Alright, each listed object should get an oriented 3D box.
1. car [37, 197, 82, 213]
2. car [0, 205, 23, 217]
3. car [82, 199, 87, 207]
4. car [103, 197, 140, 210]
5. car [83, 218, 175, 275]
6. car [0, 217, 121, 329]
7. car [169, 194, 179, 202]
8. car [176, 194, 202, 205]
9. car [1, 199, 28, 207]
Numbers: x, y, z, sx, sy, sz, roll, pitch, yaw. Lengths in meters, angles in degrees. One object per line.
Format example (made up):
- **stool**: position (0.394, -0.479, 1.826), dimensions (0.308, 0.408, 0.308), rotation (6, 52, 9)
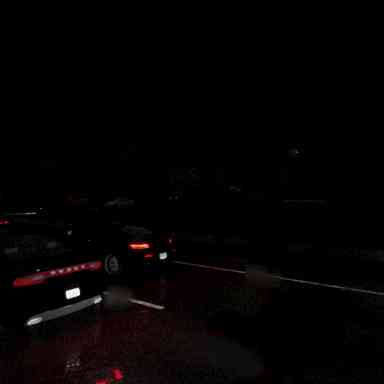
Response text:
- **car**: position (-14.843, 1.564, 36.861), dimensions (1.994, 1.385, 4.181), rotation (0, 0, 36)
- **car**: position (-10.112, 1.505, 15.485), dimensions (4.892, 1.490, 1.837), rotation (0, 0, 36)
- **car**: position (-18.210, 1.477, 50.048), dimensions (1.882, 1.535, 5.008), rotation (0, 0, 36)
- **car**: position (-9.545, 1.526, 44.089), dimensions (1.812, 1.442, 4.674), rotation (0, 0, 36)
- **car**: position (-2.637, 1.526, 10.155), dimensions (4.674, 1.442, 1.812), rotation (0, 0, 35)
- **car**: position (-3.930, 1.478, 6.786), dimensions (5.008, 1.535, 1.882), rotation (0, 0, 35)
- **car**: position (-2.840, 1.300, 70.926), dimensions (2.097, 1.767, 4.553), rotation (0, 0, 36)
- **car**: position (-0.157, 1.564, 56.939), dimensions (1.994, 1.385, 4.181), rotation (0, 0, 36)
- **car**: position (-23.745, 1.601, 42.474), dimensions (1.895, 1.301, 4.718), rotation (0, 0, 36)
